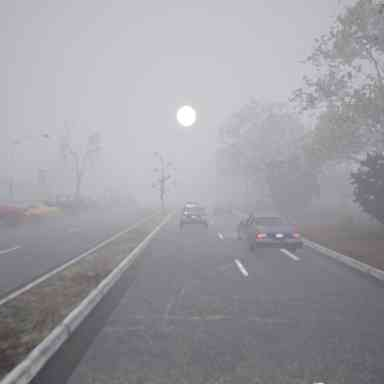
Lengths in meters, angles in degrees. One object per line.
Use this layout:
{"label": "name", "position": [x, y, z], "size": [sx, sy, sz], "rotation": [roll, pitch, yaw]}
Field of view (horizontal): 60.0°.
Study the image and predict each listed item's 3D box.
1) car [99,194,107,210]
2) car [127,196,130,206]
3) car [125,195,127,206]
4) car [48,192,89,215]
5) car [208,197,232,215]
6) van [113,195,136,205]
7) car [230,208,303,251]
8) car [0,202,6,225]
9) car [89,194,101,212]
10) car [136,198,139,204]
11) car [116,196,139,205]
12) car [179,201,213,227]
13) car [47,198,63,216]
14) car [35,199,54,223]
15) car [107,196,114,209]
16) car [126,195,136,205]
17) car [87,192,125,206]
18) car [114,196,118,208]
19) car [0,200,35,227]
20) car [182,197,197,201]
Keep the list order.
{"label": "car", "position": [-13.839, 1.527, 43.095], "size": [4.553, 1.767, 2.185], "rotation": [-1, -1, -20]}
{"label": "car", "position": [-13.780, 1.822, 58.108], "size": [4.674, 1.452, 2.002], "rotation": [-1, 0, -20]}
{"label": "car", "position": [-13.969, 1.754, 55.042], "size": [5.366, 1.575, 1.946], "rotation": [-1, 0, -20]}
{"label": "car", "position": [-13.838, 1.344, 34.083], "size": [5.566, 2.045, 2.435], "rotation": [-1, 0, -20]}
{"label": "car", "position": [3.096, 1.598, 34.633], "size": [2.128, 1.511, 4.902], "rotation": [0, 0, 0]}
{"label": "van", "position": [-13.614, 1.638, 67.179], "size": [4.442, 1.987, 1.878], "rotation": [-1, -1, -19]}
{"label": "car", "position": [3.099, 1.600, 14.298], "size": [2.033, 1.411, 5.357], "rotation": [0, 0, 0]}
{"label": "car", "position": [-13.792, 1.578, 19.110], "size": [4.792, 1.488, 2.163], "rotation": [-1, 0, -20]}
{"label": "car", "position": [-13.778, 1.505, 40.109], "size": [4.553, 1.767, 2.185], "rotation": [-1, 0, -20]}
{"label": "car", "position": [-13.729, 1.586, 64.143], "size": [5.566, 2.045, 2.435], "rotation": [-1, -1, -20]}
{"label": "car", "position": [-13.640, 1.767, 70.156], "size": [4.553, 1.767, 2.185], "rotation": [-1, 0, -19]}
{"label": "car", "position": [0.098, 1.612, 23.064], "size": [2.033, 1.411, 5.357], "rotation": [0, 0, 0]}
{"label": "car", "position": [-13.987, 1.570, 28.031], "size": [5.366, 1.575, 1.946], "rotation": [-1, 0, -20]}
{"label": "car", "position": [-13.641, 1.555, 25.165], "size": [5.366, 1.575, 1.946], "rotation": [-1, 0, -20]}
{"label": "car", "position": [-13.812, 1.678, 46.104], "size": [4.892, 1.521, 2.231], "rotation": [-1, -1, -20]}
{"label": "car", "position": [-13.801, 1.559, 61.107], "size": [5.566, 2.045, 2.435], "rotation": [-1, 0, -20]}
{"label": "car", "position": [-13.829, 1.477, 52.094], "size": [5.566, 2.045, 2.435], "rotation": [-1, 0, -20]}
{"label": "car", "position": [-13.828, 1.731, 49.088], "size": [4.792, 1.488, 2.163], "rotation": [-1, 0, -20]}
{"label": "car", "position": [-13.796, 1.303, 22.114], "size": [5.566, 2.045, 2.435], "rotation": [-1, 0, -20]}
{"label": "car", "position": [0.096, 1.716, 42.044], "size": [1.994, 1.385, 4.181], "rotation": [0, -1, 0]}
